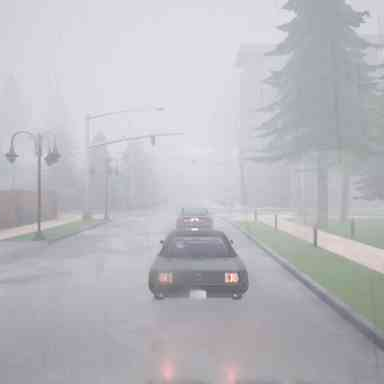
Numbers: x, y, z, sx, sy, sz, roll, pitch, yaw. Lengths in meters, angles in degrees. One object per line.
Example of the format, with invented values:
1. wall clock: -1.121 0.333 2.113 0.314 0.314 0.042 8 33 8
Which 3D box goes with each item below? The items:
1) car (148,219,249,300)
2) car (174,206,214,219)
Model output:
1. car: 0.118 1.599 8.341 1.895 1.301 4.718 0 0 0
2. car: 0.130 1.500 17.603 1.837 1.490 4.892 0 0 0
